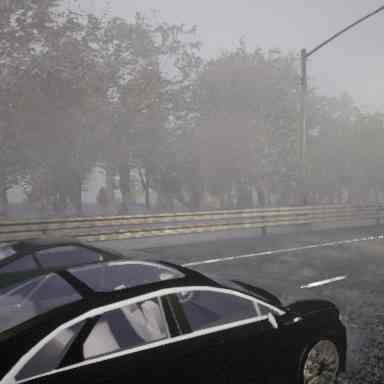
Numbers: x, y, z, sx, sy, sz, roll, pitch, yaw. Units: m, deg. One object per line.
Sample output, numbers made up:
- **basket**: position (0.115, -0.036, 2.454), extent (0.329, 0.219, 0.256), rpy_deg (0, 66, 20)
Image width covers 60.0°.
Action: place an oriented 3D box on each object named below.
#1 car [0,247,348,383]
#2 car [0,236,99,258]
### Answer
- **car**: position (-0.361, 1.483, 3.391), extent (4.902, 1.511, 2.128), rpy_deg (0, 0, -35)
- **car**: position (-2.360, 1.552, 6.274), extent (4.181, 1.385, 1.994), rpy_deg (0, 0, -35)
